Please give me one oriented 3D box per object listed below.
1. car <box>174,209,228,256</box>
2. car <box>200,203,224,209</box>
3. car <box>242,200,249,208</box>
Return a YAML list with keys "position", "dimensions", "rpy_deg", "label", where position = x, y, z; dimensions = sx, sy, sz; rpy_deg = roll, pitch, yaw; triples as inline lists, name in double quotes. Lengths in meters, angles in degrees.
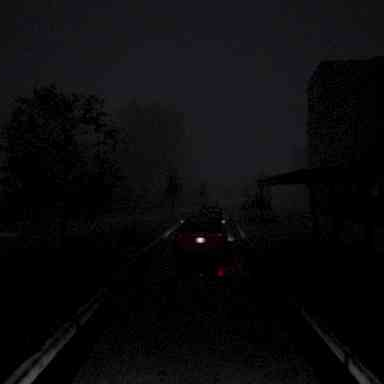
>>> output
- position: [0.419, 1.618, 13.395]
  dimensions: [1.994, 1.385, 4.181]
  rpy_deg: [0, 0, 4]
  label: "car"
- position: [1.652, 1.648, 28.255]
  dimensions: [2.128, 1.511, 4.902]
  rpy_deg: [0, 0, 7]
  label: "car"
- position: [9.725, 2.114, 57.714]
  dimensions: [2.097, 1.535, 5.008]
  rpy_deg: [-1, -1, 12]
  label: "car"
